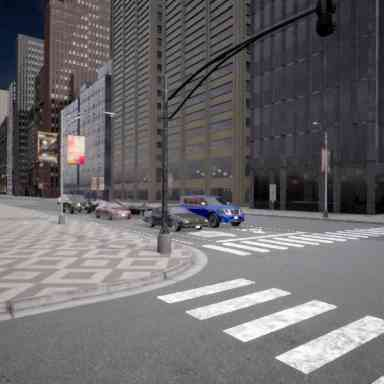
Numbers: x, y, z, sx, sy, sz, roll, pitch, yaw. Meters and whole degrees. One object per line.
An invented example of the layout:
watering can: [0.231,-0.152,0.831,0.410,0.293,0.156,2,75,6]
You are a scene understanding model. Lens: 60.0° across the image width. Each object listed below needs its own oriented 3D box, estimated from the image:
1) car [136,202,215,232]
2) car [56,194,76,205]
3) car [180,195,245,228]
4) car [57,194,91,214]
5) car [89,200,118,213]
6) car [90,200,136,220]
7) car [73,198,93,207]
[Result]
car: [-1.197,1.567,20.769,2.033,1.411,5.357,1,-1,-35]
car: [-24.738,1.489,65.205,2.150,2.045,5.566,1,-1,-36]
car: [1.131,1.267,23.092,2.150,2.045,5.566,1,-1,-36]
car: [-13.117,1.322,37.461,2.150,2.045,5.566,1,-1,-36]
car: [-10.605,1.651,39.531,1.812,1.442,4.674,1,-1,-35]
car: [-6.893,1.584,28.736,1.812,1.442,4.674,1,-1,-36]
car: [-18.686,1.733,56.745,1.837,1.490,4.892,1,-1,-36]
